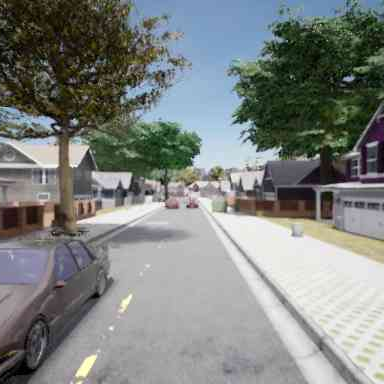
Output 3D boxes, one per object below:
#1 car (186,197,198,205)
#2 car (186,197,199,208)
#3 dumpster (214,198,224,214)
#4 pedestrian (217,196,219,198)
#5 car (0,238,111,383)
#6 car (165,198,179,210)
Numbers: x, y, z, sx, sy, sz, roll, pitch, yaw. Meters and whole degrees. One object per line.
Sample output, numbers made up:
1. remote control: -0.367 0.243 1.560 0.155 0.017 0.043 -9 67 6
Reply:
1. car: 0.022 1.712 63.801 2.128 1.511 4.902 0 0 0
2. car: 0.055 1.790 50.885 1.895 1.301 4.718 0 0 1
3. dumpster: 3.028 1.545 37.473 1.020 1.700 1.940 0 0 0
4. pedestrian: 3.023 1.294 38.481 0.375 1.860 0.375 0 0 -10
5. car: -2.849 1.574 5.861 2.033 1.411 5.357 0 0 0
6. car: -2.814 1.656 47.330 1.882 1.535 5.008 0 0 0
